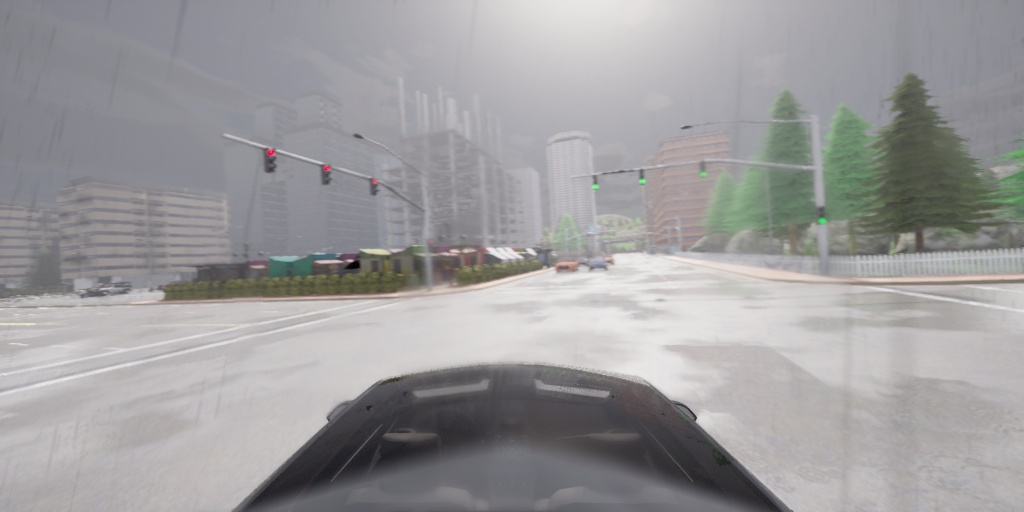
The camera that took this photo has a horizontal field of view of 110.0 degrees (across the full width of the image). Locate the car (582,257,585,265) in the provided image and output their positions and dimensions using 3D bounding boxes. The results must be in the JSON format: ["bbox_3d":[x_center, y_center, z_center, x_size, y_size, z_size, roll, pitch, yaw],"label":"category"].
[{"bbox_3d":[10.972,0.900,55.204,2.033,1.411,5.357,-4,0,19],"label":"car"}]

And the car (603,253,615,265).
[{"bbox_3d":[14.672,0.474,55.330,2.097,1.767,4.553,-4,0,18],"label":"car"}]

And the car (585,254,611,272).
[{"bbox_3d":[9.499,0.884,39.357,1.812,1.442,4.674,-4,-1,18],"label":"car"}]

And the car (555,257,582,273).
[{"bbox_3d":[6.171,0.923,40.457,2.097,1.767,4.553,-4,0,18],"label":"car"}]
